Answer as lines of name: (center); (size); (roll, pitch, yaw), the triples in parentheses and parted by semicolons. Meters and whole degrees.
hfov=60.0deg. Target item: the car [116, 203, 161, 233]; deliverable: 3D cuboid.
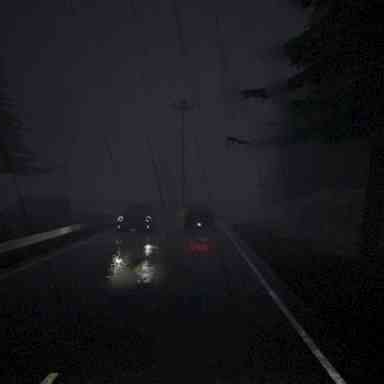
car: (-3.166, 1.511, 20.378); (2.097, 1.767, 4.553); (0, 0, 1)

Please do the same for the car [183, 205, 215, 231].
car: (0.463, 1.647, 21.905); (1.837, 1.490, 4.892); (0, 0, 1)
